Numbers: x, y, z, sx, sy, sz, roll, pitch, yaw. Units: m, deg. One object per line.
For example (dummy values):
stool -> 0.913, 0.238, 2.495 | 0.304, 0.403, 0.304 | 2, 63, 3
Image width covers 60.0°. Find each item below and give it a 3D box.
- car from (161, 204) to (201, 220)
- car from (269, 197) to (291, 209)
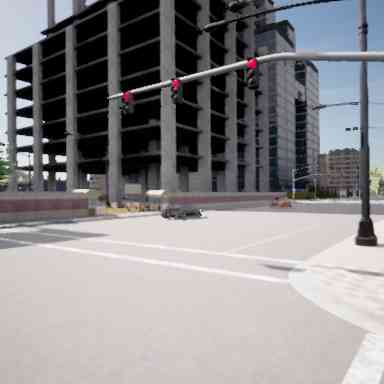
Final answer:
car -> -0.935, 1.785, 30.649 | 1.994, 1.385, 4.181 | -1, 0, 36
car -> 13.424, 1.528, 50.562 | 2.097, 1.767, 4.553 | -1, -1, 36
